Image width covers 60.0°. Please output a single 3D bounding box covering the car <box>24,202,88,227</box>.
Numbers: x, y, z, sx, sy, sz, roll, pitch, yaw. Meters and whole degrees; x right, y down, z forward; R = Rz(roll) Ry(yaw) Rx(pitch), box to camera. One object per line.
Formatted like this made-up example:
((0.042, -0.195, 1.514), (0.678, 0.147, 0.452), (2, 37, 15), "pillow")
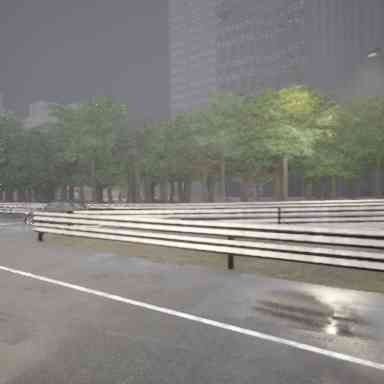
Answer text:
((-9.207, 1.447, 22.890), (4.553, 1.767, 2.097), (0, -1, 17), "car")
